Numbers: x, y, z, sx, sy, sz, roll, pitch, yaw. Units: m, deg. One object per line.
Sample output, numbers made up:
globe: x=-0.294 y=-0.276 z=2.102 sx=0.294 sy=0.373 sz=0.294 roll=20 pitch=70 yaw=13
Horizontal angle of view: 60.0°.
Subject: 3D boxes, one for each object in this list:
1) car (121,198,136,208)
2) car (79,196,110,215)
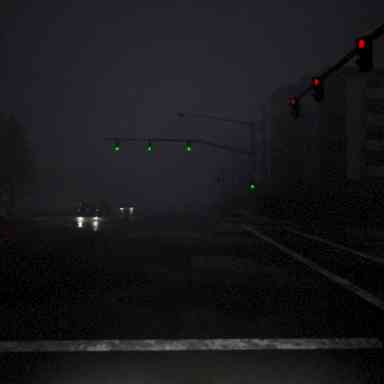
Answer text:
car: x=-10.491 y=1.811 z=55.221 sx=1.837 sy=1.490 sz=4.892 roll=0 pitch=-1 yaw=1
car: x=-10.572 y=1.422 z=36.482 sx=2.150 sy=2.045 sz=5.566 roll=0 pitch=0 yaw=0
